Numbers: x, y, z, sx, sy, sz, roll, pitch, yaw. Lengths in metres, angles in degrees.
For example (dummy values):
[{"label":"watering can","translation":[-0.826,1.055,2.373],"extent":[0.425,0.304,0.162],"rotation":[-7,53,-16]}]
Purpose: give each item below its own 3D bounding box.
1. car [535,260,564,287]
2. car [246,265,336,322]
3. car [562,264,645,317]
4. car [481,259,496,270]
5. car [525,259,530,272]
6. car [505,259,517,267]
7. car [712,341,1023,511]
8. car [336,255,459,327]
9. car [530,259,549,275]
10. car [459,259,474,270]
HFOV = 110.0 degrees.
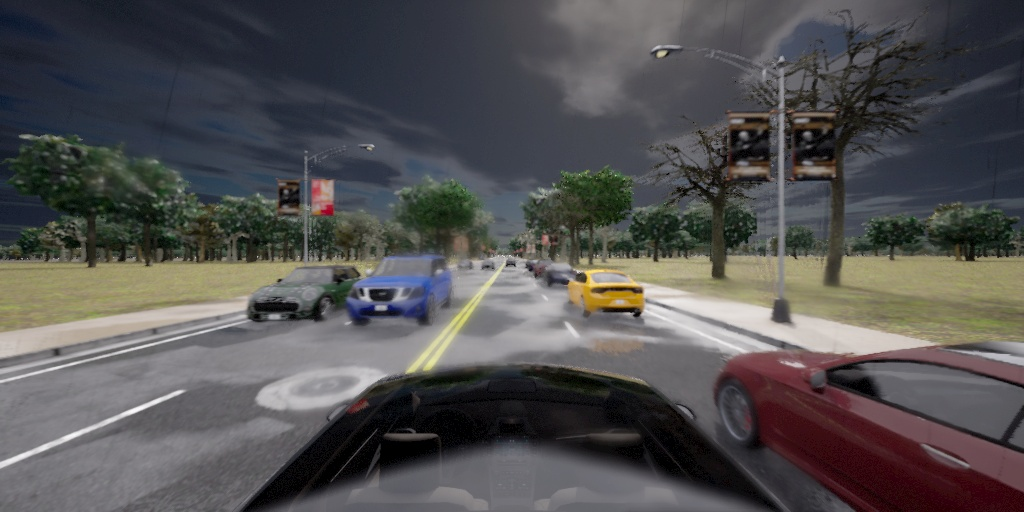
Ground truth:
[{"label":"car","translation":[3.138,1.257,24.547],"extent":[2.163,1.488,4.792],"rotation":[0,0,-4]},{"label":"car","translation":[-6.608,1.103,12.216],"extent":[2.097,1.767,4.553],"rotation":[0,0,0]},{"label":"car","translation":[3.243,1.229,13.256],"extent":[1.882,1.535,5.008],"rotation":[0,0,0]},{"label":"car","translation":[-3.460,1.264,52.648],"extent":[1.837,1.490,4.892],"rotation":[0,0,0]},{"label":"car","translation":[3.142,1.261,46.303],"extent":[2.163,1.488,4.792],"rotation":[0,0,0]},{"label":"car","translation":[-0.217,1.265,65.336],"extent":[1.837,1.490,4.892],"rotation":[0,0,0]},{"label":"car","translation":[3.251,1.276,2.251],"extent":[1.812,1.442,4.674],"rotation":[0,0,0]},{"label":"car","translation":[-3.357,0.972,11.958],"extent":[2.150,2.045,5.566],"rotation":[0,0,0]},{"label":"car","translation":[3.188,1.107,35.237],"extent":[2.097,1.767,4.553],"rotation":[0,0,0]},{"label":"car","translation":[-6.710,1.250,52.625],"extent":[2.128,1.511,4.902],"rotation":[0,0,0]}]
